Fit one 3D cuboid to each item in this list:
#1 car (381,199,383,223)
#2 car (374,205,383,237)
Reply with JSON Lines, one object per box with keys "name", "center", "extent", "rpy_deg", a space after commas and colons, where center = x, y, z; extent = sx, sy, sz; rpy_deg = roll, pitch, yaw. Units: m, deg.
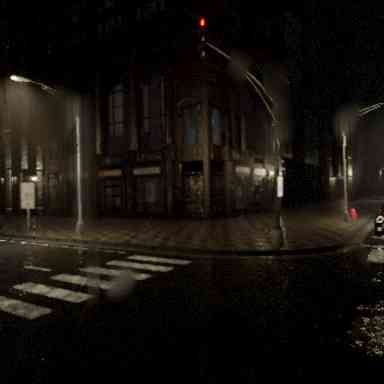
{"name": "car", "center": [14.972, 1.333, 23.994], "extent": [2.128, 1.511, 4.902], "rpy_deg": [-1, 0, 32]}
{"name": "car", "center": [10.331, 1.236, 16.545], "extent": [2.097, 1.767, 4.553], "rpy_deg": [-1, 0, 31]}
